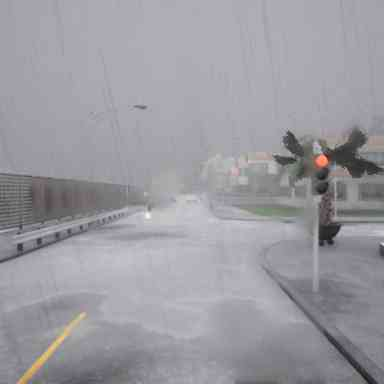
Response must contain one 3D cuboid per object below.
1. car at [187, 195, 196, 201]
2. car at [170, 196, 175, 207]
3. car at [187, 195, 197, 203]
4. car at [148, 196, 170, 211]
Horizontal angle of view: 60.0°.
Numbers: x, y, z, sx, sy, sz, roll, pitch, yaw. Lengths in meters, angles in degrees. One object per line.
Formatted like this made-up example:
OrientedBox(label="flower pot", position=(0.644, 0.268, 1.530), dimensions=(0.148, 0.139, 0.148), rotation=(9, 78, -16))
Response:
OrientedBox(label="car", position=(-0.035, 1.387, 78.163), dimensions=(1.994, 1.385, 4.181), rotation=(0, 0, 0))
OrientedBox(label="car", position=(-4.109, 1.534, 50.047), dimensions=(1.994, 1.385, 4.181), rotation=(0, 0, 0))
OrientedBox(label="car", position=(-0.030, 1.485, 68.159), dimensions=(1.812, 1.442, 4.674), rotation=(0, 0, 0))
OrientedBox(label="car", position=(-4.109, 1.454, 40.042), dimensions=(1.882, 1.535, 5.008), rotation=(0, 0, 0))
